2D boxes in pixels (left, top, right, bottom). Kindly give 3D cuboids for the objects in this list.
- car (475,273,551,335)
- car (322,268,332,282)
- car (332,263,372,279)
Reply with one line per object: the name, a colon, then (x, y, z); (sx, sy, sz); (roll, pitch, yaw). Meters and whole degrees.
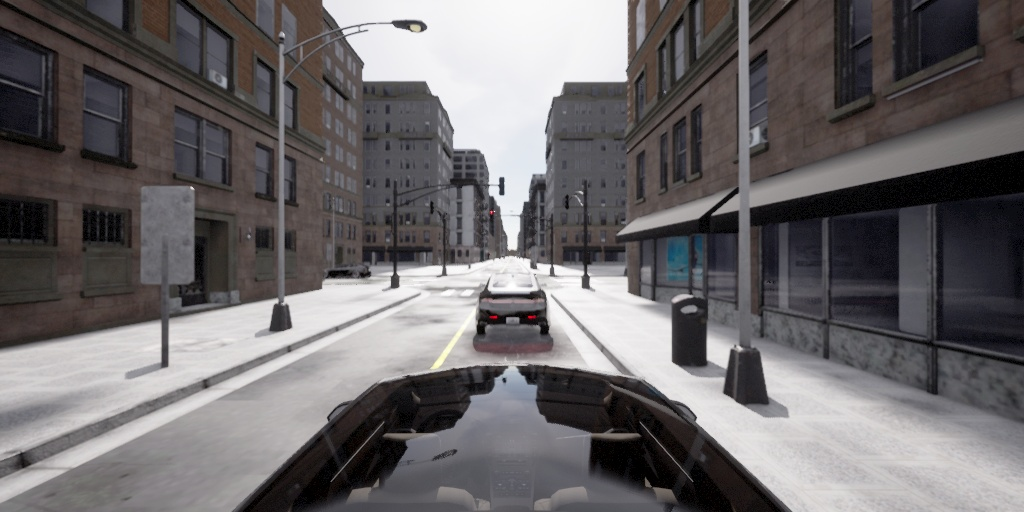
car: (0.026, 1.228, 10.464); (2.128, 1.511, 4.902); (0, 0, 0)
car: (-14.703, 1.255, 23.657); (4.313, 1.339, 1.948); (0, 0, 0)
car: (-14.672, 1.283, 31.683); (4.313, 1.339, 1.948); (0, 0, 0)
